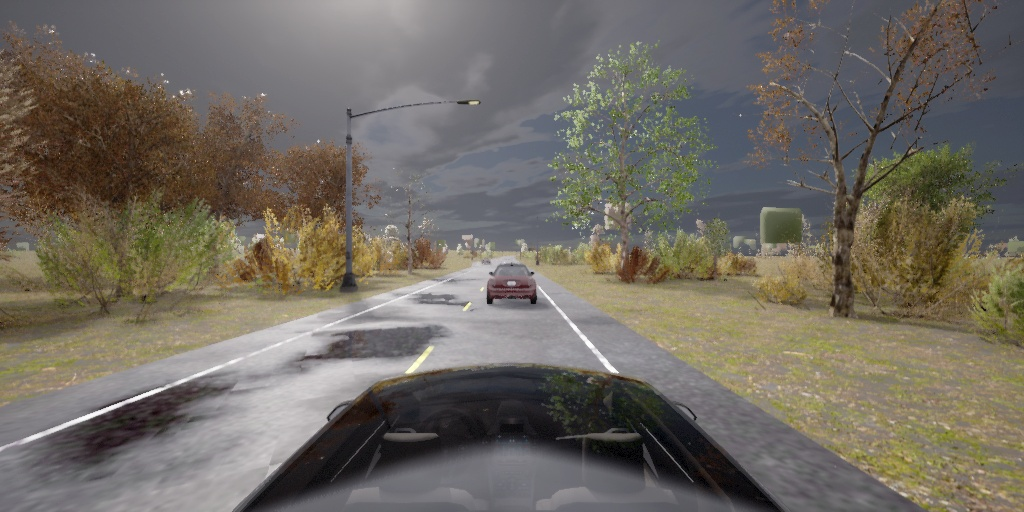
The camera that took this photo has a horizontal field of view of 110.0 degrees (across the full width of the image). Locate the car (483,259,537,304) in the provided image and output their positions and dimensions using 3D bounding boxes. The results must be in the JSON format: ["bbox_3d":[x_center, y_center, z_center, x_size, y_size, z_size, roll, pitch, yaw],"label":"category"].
[{"bbox_3d":[-0.016,1.114,16.475,2.097,1.767,4.553,0,0,0],"label":"car"}]
